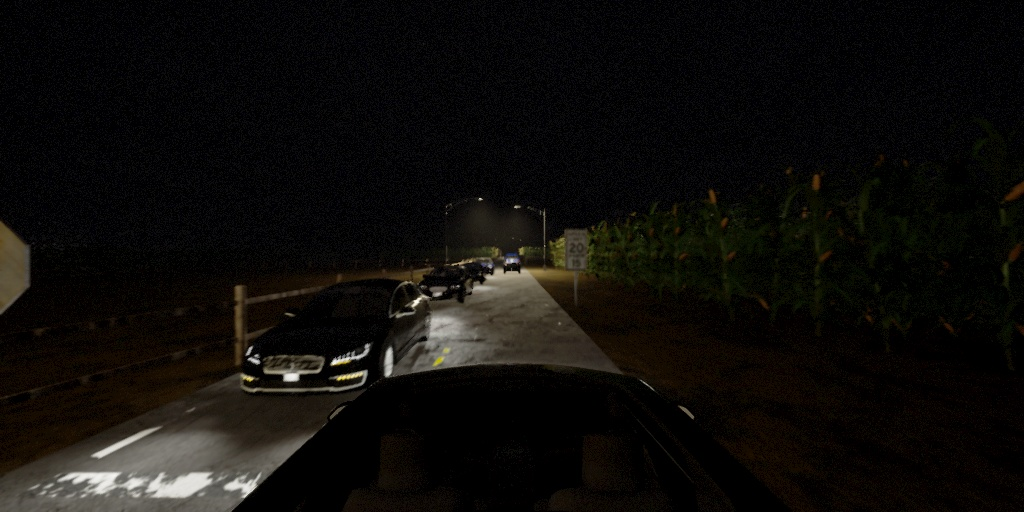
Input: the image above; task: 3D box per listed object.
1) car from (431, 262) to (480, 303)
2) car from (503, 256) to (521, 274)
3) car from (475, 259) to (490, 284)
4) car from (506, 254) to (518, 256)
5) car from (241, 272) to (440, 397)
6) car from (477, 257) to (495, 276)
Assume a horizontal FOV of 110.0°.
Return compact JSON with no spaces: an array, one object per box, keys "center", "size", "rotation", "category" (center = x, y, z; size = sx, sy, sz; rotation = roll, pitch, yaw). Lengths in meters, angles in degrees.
[{"center":[-2.852,1.191,16.286],"size":[2.128,1.511,4.902],"rotation":[0,0,0],"category":"car"},{"center":[0.002,1.066,38.297],"size":[2.128,1.511,4.902],"rotation":[0,0,0],"category":"car"},{"center":[-2.834,1.182,25.724],"size":[1.812,1.442,4.674],"rotation":[0,0,0],"category":"car"},{"center":[0.010,0.701,49.589],"size":[2.150,2.045,5.566],"rotation":[0,1,0],"category":"car"},{"center":[-2.799,1.237,6.859],"size":[1.837,1.490,4.892],"rotation":[0,0,-2],"category":"car"},{"center":[-2.814,0.948,35.335],"size":[2.097,1.767,4.553],"rotation":[0,0,0],"category":"car"}]
